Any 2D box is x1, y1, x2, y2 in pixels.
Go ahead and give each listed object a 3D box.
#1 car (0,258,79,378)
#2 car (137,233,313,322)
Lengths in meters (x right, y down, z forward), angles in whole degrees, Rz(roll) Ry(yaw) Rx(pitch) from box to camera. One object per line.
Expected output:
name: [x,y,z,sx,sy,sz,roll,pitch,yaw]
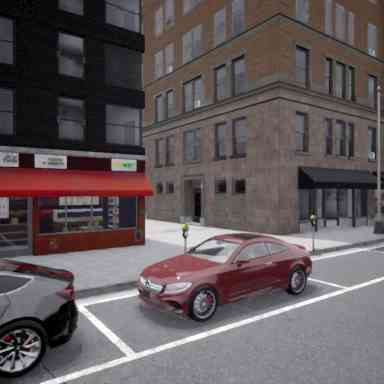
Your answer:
car: [-3.597,1.566,3.969,4.313,1.339,1.947,0,0,-35]
car: [0.884,1.581,7.160,4.206,1.307,1.802,0,0,-35]
